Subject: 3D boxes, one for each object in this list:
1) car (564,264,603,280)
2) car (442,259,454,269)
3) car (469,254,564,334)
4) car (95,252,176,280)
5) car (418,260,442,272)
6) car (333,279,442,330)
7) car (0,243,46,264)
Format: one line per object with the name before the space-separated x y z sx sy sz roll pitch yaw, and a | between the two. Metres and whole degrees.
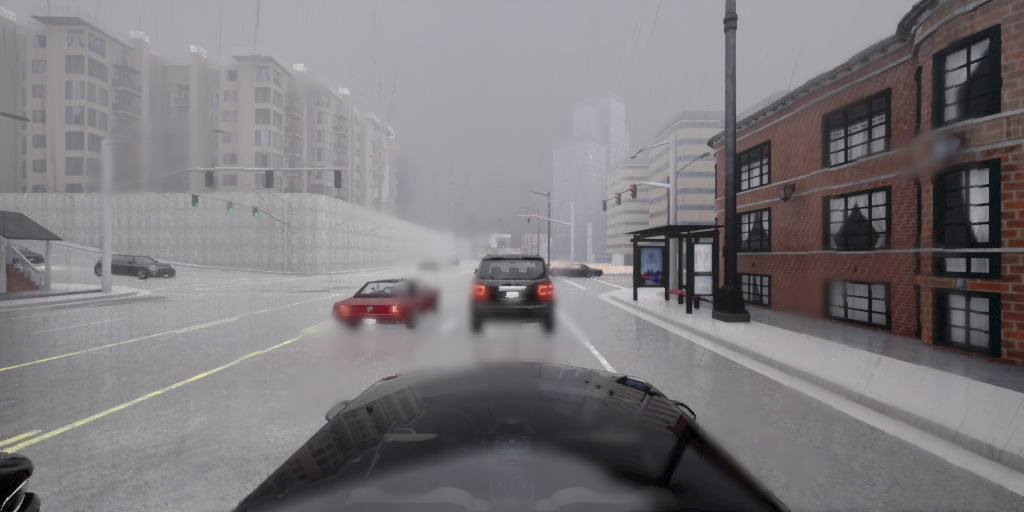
car | 5.268 1.351 30.901 4.718 1.301 1.895 0 0 -1
car | -10.893 1.276 56.939 1.812 1.442 4.674 0 0 -1
car | 0.024 0.971 10.750 2.150 2.045 5.566 0 0 0
car | -28.081 0.719 26.904 4.553 1.767 2.097 5 0 0
car | -10.848 1.314 46.960 1.994 1.385 4.181 0 0 0
car | -3.474 1.351 11.066 1.895 1.301 4.718 0 0 0
car | -37.864 -0.224 26.811 4.181 1.385 1.994 9 0 -1
